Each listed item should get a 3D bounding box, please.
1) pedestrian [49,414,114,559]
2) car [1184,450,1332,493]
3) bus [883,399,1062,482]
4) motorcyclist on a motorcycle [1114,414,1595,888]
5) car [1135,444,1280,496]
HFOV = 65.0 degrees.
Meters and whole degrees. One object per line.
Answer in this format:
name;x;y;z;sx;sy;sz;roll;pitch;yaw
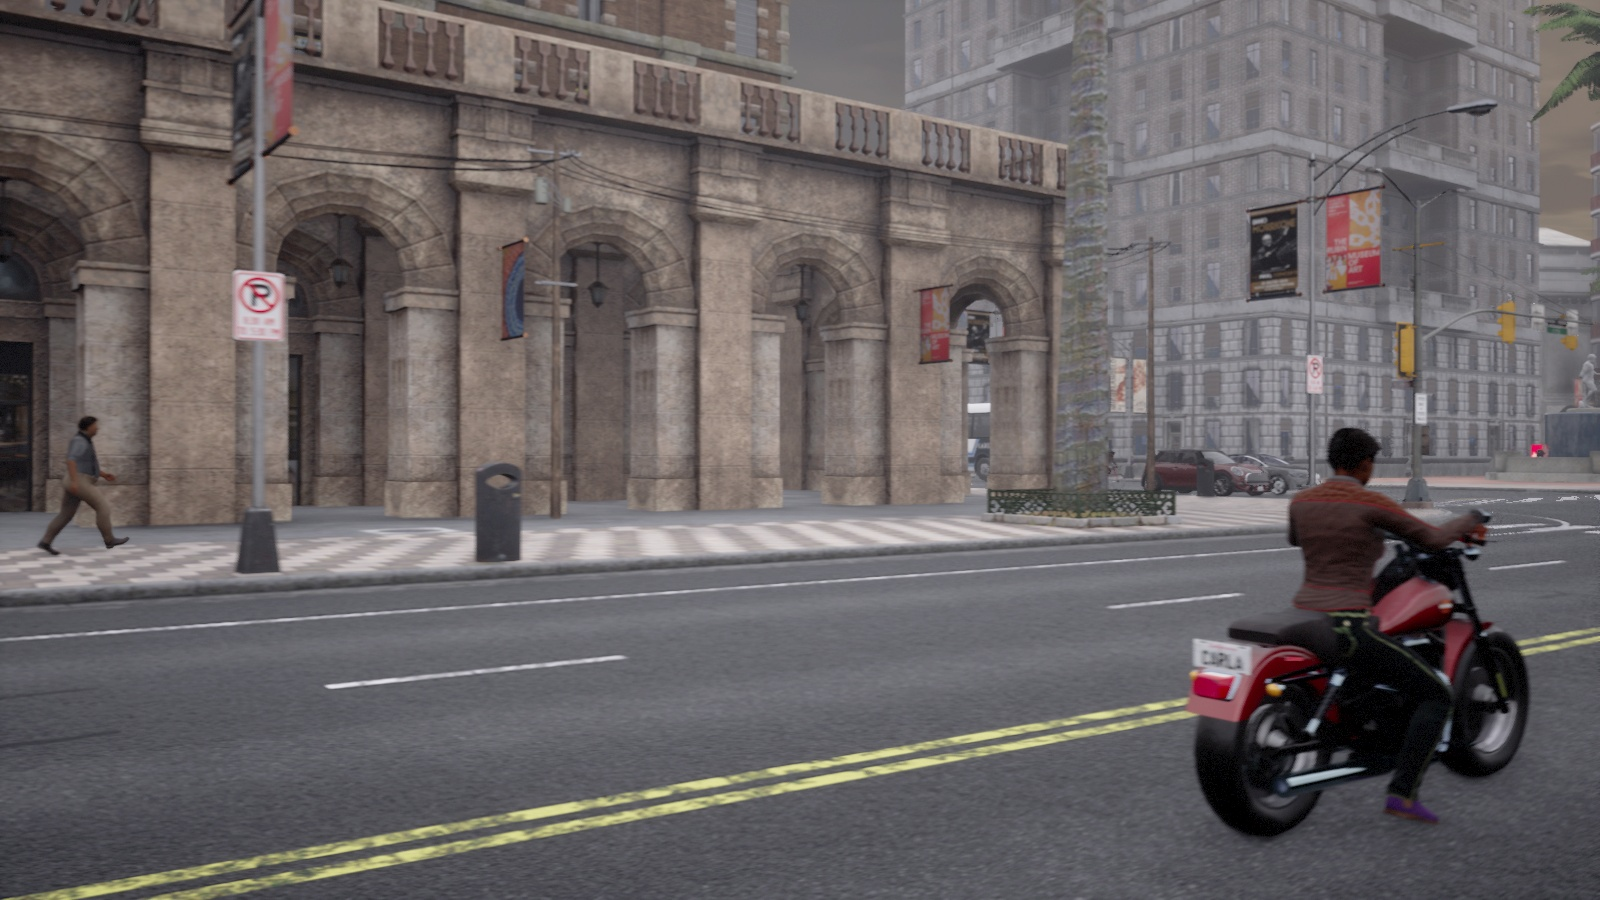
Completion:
pedestrian;-9.369;0.462;16.374;0.694;1.848;0.540;0;0;-36
car;17.122;0.781;47.187;2.128;1.511;4.902;0;0;-35
bus;9.442;-0.478;70.265;3.944;4.253;10.273;0;0;-35
motorcyclist on a motorcycle;2.434;0.703;5.360;2.350;1.649;0.766;0;0;-35
car;14.486;0.683;44.859;2.097;1.767;4.553;0;0;-35
